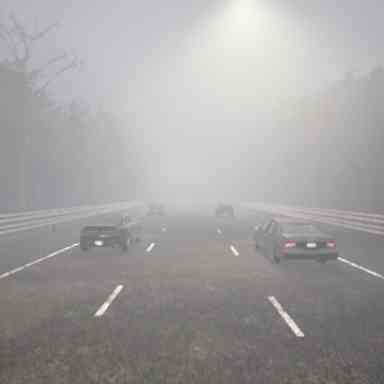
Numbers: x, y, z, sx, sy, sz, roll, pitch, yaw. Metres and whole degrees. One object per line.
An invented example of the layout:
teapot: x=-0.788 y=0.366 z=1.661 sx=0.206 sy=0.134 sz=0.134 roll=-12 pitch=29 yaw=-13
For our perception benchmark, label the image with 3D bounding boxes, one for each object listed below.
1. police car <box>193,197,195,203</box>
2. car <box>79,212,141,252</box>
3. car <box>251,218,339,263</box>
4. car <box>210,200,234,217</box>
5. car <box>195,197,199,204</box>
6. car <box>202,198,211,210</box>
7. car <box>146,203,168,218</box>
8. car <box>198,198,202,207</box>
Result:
police car: x=2.078 y=2.238 z=86.252 sx=1.930 sy=1.638 sz=5.238 roll=0 pitch=-1 yaw=-2
car: x=-3.445 y=1.650 z=14.676 sx=1.837 sy=1.490 sz=4.892 roll=0 pitch=-1 yaw=0
car: x=3.569 y=1.672 z=12.504 sx=2.033 sy=1.411 sz=5.357 roll=0 pitch=-1 yaw=0
car: x=3.354 y=1.854 z=35.712 sx=1.837 sy=1.490 sz=4.892 roll=0 pitch=-1 yaw=-1
car: x=2.422 y=2.217 z=75.140 sx=2.163 sy=1.488 sz=4.792 roll=0 pitch=-1 yaw=-2
car: x=2.966 y=2.037 z=53.043 sx=1.812 sy=1.442 sz=4.674 roll=0 pitch=-1 yaw=-1
car: x=-3.632 y=1.887 z=34.757 sx=2.033 sy=1.411 sz=5.357 roll=0 pitch=-1 yaw=-1
car: x=2.717 y=2.214 z=64.106 sx=1.895 sy=1.301 sz=4.718 roll=0 pitch=-1 yaw=-1
